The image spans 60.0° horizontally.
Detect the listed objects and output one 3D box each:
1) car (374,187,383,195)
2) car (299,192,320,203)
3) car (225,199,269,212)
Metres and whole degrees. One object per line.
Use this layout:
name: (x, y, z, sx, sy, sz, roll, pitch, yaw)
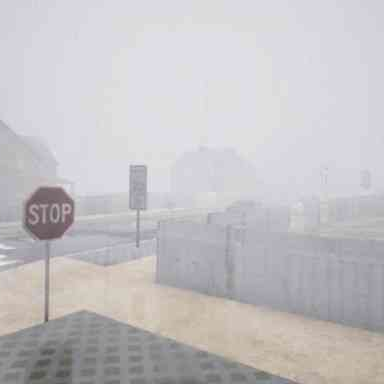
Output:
car: (45.466, -0.278, 80.355, 2.150, 2.045, 5.566, 2, 2, 37)
car: (16.144, 0.730, 45.531, 1.812, 1.442, 4.674, 2, 2, 37)
car: (4.245, 1.209, 24.916, 1.994, 1.385, 4.181, 2, 2, 37)
